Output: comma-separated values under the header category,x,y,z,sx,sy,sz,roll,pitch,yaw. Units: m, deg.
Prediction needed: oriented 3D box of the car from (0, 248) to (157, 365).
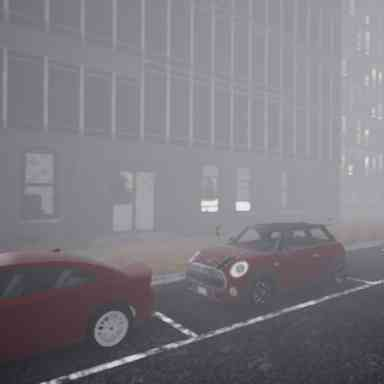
category,x,y,z,sx,sy,sz,roll,pitch,yaw
car,-2.671,1.547,4.650,4.507,1.381,1.887,0,0,-35

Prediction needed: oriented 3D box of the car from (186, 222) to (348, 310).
category,x,y,z,sx,sy,sz,roll,pitch,yaw
car,1.840,1.479,7.867,4.097,1.590,1.967,0,0,-35
